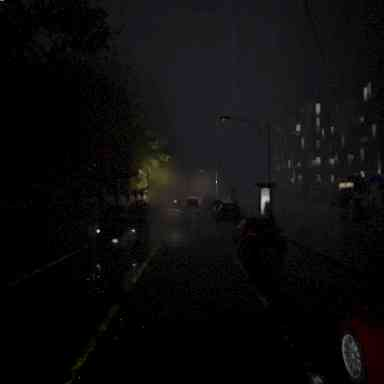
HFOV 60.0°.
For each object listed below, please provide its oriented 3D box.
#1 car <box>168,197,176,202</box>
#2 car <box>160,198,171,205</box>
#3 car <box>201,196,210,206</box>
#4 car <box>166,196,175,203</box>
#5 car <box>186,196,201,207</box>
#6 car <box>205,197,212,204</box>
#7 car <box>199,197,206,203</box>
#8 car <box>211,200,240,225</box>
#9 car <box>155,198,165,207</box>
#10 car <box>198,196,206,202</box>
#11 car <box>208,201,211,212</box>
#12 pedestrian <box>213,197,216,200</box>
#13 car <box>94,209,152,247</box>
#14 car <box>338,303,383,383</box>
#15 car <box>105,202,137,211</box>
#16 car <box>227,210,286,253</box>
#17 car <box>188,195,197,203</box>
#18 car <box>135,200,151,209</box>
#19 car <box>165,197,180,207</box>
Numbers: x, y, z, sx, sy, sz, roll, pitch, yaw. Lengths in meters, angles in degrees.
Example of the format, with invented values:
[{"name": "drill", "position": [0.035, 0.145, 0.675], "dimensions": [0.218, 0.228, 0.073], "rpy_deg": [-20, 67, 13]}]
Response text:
[{"name": "car", "position": [-5.587, 2.093, 92.685], "dimensions": [2.008, 1.369, 4.403], "rpy_deg": [0, 0, 0]}, {"name": "car", "position": [-5.613, 1.948, 70.158], "dimensions": [2.008, 1.369, 4.403], "rpy_deg": [0, 0, 0]}, {"name": "car", "position": [2.762, 1.677, 64.517], "dimensions": [2.192, 1.841, 5.009], "rpy_deg": [0, 0, 0]}, {"name": "car", "position": [-5.594, 1.944, 87.055], "dimensions": [1.967, 1.590, 4.097], "rpy_deg": [0, 0, 0]}, {"name": "car", "position": [0.064, 1.792, 56.977], "dimensions": [1.882, 1.535, 5.008], "rpy_deg": [0, 0, 0]}, {"name": "car", "position": [3.047, 1.704, 42.699], "dimensions": [1.882, 1.535, 5.008], "rpy_deg": [0, 0, 0]}, {"name": "car", "position": [2.787, 2.031, 87.215], "dimensions": [1.752, 1.417, 4.829], "rpy_deg": [0, 0, 0]}, {"name": "car", "position": [2.718, 1.564, 25.092], "dimensions": [1.967, 1.590, 4.097], "rpy_deg": [0, 0, 0]}, {"name": "car", "position": [-5.625, 1.908, 58.893], "dimensions": [1.802, 1.307, 4.206], "rpy_deg": [0, 0, 0]}, {"name": "car", "position": [2.792, 1.983, 92.677], "dimensions": [1.967, 1.590, 4.097], "rpy_deg": [0, 0, 0]}, {"name": "car", "position": [2.723, 1.736, 30.722], "dimensions": [1.802, 1.307, 4.206], "rpy_deg": [0, 0, 0]}, {"name": "pedestrian", "position": [3.051, 1.538, 45.704], "dimensions": [0.375, 1.860, 0.375], "rpy_deg": [0, 0, -3]}, {"name": "car", "position": [-3.083, 1.677, 15.621], "dimensions": [1.895, 1.301, 4.718], "rpy_deg": [0, 0, 0]}, {"name": "car", "position": [2.693, 1.595, 2.562], "dimensions": [1.802, 1.307, 4.206], "rpy_deg": [0, 0, 0]}, {"name": "car", "position": [-5.662, 1.689, 25.100], "dimensions": [1.947, 1.339, 4.313], "rpy_deg": [0, 0, 0]}, {"name": "car", "position": [2.706, 1.650, 13.826], "dimensions": [1.802, 1.307, 4.206], "rpy_deg": [0, 0, 0]}, {"name": "car", "position": [0.087, 1.660, 77.392], "dimensions": [2.097, 1.767, 4.553], "rpy_deg": [0, 0, 0]}, {"name": "car", "position": [-5.650, 1.626, 36.364], "dimensions": [1.967, 1.590, 4.097], "rpy_deg": [0, 0, 0]}, {"name": "car", "position": [-2.996, 1.874, 56.459], "dimensions": [1.994, 1.385, 4.181], "rpy_deg": [0, 0, 0]}]
